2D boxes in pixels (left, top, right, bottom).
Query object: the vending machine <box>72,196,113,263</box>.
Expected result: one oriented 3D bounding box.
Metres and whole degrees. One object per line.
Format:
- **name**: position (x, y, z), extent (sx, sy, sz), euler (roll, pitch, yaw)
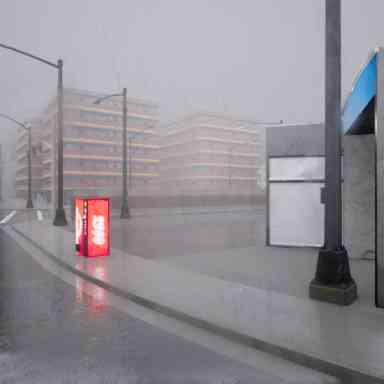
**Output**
- **vending machine**: position (-3.361, 1.195, 11.256), extent (1.100, 2.100, 0.880), euler (0, 0, -36)
